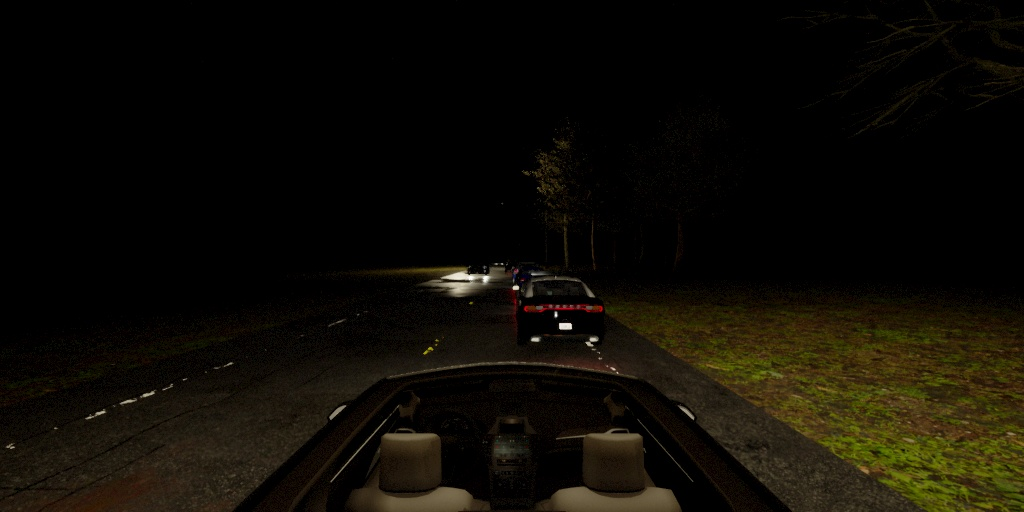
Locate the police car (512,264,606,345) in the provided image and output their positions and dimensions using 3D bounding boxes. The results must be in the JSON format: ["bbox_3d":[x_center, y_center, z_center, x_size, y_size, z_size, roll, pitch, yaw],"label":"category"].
[{"bbox_3d":[1.054,1.178,9.635,1.930,1.638,5.238,0,0,0],"label":"police car"}]

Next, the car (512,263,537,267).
[{"bbox_3d":[1.057,1.294,19.526,1.812,1.442,4.674,0,0,0],"label":"car"}]

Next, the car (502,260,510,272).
[{"bbox_3d":[0.041,1.349,46.810,1.837,1.490,4.892,0,0,0],"label":"car"}]

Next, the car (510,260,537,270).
[{"bbox_3d":[1.059,1.135,25.497,2.097,1.767,4.553,0,0,0],"label":"car"}]

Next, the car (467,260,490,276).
[{"bbox_3d":[-3.585,1.178,39.006,2.097,1.767,4.553,0,0,0],"label":"car"}]
